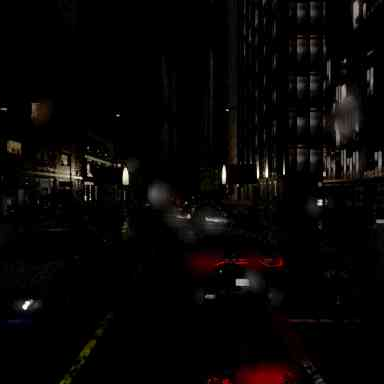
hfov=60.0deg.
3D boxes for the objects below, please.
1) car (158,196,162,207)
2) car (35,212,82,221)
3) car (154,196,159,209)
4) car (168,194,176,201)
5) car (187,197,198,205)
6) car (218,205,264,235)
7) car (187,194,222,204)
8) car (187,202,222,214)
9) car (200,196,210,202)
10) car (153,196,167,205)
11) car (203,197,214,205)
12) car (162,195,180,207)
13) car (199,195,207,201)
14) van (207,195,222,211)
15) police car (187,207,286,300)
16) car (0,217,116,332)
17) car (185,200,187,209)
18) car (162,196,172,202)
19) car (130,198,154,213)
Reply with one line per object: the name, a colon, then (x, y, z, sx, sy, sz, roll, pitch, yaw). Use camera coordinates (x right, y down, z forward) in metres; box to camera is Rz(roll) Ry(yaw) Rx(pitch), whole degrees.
car: (-5.591, 1.581, 52.603, 1.947, 1.339, 4.313, 0, 0, 0)
car: (-5.667, 1.550, 13.935, 2.008, 1.369, 4.403, 0, 0, 0)
car: (-5.613, 1.552, 41.555, 1.887, 1.381, 4.507, 0, 0, 0)
car: (-5.516, 1.485, 91.272, 1.967, 1.590, 4.097, 0, 0, 0)
car: (0.115, 1.583, 58.914, 1.994, 1.385, 4.181, 0, 0, 0)
car: (2.725, 1.551, 19.445, 2.008, 1.369, 4.403, 0, 0, 0)
car: (0.948, 1.226, 24.496, 2.150, 2.045, 5.566, 0, 0, 0)
car: (0.813, 1.504, 18.467, 1.837, 1.490, 4.892, 0, 0, 0)
car: (2.832, 1.582, 74.687, 2.008, 1.369, 4.403, 0, 0, 0)
car: (-5.581, 1.459, 58.127, 1.967, 1.590, 4.097, 0, 0, 0)
car: (2.800, 1.544, 58.284, 1.752, 1.417, 4.829, 0, 0, 0)
car: (-2.904, 1.365, 50.014, 2.097, 1.767, 4.553, 0, 0, 0)
car: (2.854, 1.566, 85.905, 1.752, 1.417, 4.829, 0, 0, 0)
van: (2.766, 1.349, 41.542, 1.690, 1.788, 3.998, 0, 0, 0)
police car: (0.916, 1.425, 8.577, 1.930, 1.638, 5.238, 0, 0, 0)
car: (-3.088, 1.547, 7.373, 2.033, 1.411, 5.357, 0, 0, 0)
car: (0.106, 1.515, 45.725, 1.837, 1.490, 4.892, 0, 0, 0)
car: (-5.548, 1.613, 74.700, 1.802, 1.307, 4.206, 0, 0, 0)
car: (-5.624, 1.555, 36.031, 2.008, 1.369, 4.403, 0, 0, 0)
